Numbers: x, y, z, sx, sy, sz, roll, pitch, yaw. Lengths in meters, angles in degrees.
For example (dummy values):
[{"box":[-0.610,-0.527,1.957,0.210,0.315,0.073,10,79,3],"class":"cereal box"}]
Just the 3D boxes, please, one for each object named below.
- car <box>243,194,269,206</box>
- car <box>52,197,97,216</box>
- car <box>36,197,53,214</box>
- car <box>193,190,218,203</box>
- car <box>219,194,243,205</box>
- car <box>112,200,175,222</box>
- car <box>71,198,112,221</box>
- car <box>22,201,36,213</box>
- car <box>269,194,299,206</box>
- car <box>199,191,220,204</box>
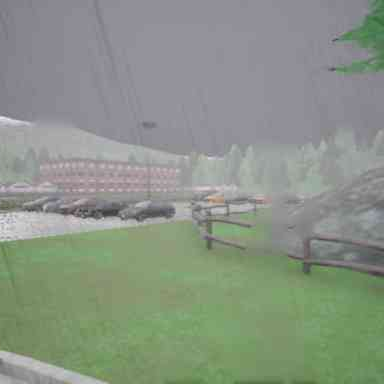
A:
[{"box":[9.351,0.991,45.568,1.882,1.535,5.008,0,0,39],"class":"car"},{"box":[-8.749,1.229,28.147,1.882,1.535,5.008,0,1,38],"class":"car"},{"box":[-11.230,1.228,30.658,2.128,1.511,4.902,0,1,38],"class":"car"},{"box":[2.416,0.682,53.712,2.150,2.045,5.566,0,0,39],"class":"car"},{"box":[6.398,0.983,47.478,1.882,1.535,5.008,0,0,39],"class":"car"},{"box":[-3.147,1.298,23.936,1.812,1.442,4.674,0,1,38],"class":"car"},{"box":[-6.427,1.371,25.435,1.895,1.301,4.718,0,1,38],"class":"car"},{"box":[-14.082,1.232,32.692,1.837,1.490,4.892,0,1,38],"class":"car"},{"box":[12.672,1.007,44.121,2.128,1.511,4.902,0,1,39],"class":"car"},{"box":[3.637,0.972,49.628,1.882,1.535,5.008,0,0,38],"class":"car"}]
